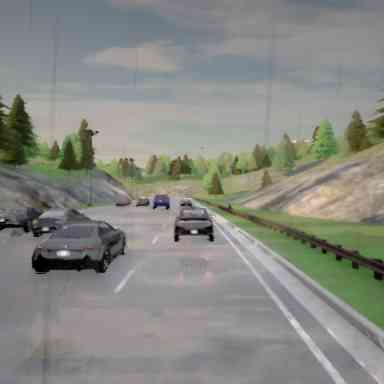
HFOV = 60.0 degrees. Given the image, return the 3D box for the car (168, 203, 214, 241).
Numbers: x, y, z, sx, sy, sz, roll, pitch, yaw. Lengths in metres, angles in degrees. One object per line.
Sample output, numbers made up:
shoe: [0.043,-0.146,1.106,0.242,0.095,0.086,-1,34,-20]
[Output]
car: [0.060,1.531,16.986,2.128,1.511,4.902,0,0,-1]

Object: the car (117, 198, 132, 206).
car: [-11.541,1.713,56.818,1.994,1.385,4.181,0,0,-2]

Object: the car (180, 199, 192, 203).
car: [-0.940,1.726,53.460,1.895,1.301,4.718,0,0,-2]

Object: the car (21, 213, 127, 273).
car: [-3.395,1.594,10.771,1.994,1.385,4.181,0,0,0]

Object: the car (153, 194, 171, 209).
car: [-4.251,1.338,47.079,2.150,2.045,5.566,0,0,-2]

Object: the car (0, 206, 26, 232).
car: [-10.467,1.611,20.815,2.033,1.411,5.357,0,0,-2]

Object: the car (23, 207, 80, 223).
car: [-6.961,1.578,18.014,1.812,1.442,4.674,0,0,-1]

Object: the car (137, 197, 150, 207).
car: [-7.985,1.631,55.056,2.128,1.511,4.902,0,0,-2]
